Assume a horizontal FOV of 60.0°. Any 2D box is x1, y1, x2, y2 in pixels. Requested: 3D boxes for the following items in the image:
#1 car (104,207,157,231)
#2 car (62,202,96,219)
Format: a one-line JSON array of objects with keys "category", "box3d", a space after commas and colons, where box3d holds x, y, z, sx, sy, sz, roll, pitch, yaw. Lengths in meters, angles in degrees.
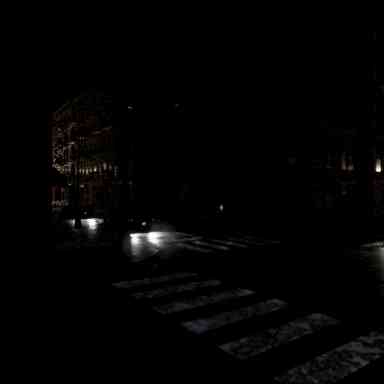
[{"category": "car", "box3d": [-3.864, 1.603, 20.470, 1.994, 1.385, 4.181, 0, 0, -35]}, {"category": "car", "box3d": [-9.892, 1.559, 28.981, 1.994, 1.385, 4.181, 0, 0, -35]}]
